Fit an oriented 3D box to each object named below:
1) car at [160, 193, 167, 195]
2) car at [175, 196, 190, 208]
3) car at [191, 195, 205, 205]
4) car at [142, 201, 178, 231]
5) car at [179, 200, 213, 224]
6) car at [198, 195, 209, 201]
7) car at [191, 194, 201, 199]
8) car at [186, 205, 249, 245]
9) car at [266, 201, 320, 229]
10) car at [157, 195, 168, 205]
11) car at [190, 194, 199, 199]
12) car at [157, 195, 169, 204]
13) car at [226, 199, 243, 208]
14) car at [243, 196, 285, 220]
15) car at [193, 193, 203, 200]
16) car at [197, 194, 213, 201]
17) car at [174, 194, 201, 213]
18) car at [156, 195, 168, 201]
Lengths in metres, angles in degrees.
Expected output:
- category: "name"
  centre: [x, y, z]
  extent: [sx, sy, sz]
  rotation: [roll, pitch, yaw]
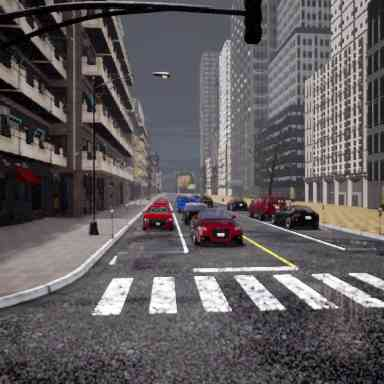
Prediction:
- category: "car"
  centre: [-4.211, 1.310, 47.354]
  extent: [1.752, 1.417, 4.829]
  rotation: [0, 0, -5]
- category: "car"
  centre: [-1.344, 1.298, 44.600]
  extent: [1.837, 1.490, 4.892]
  rotation: [0, 0, -4]
- category: "car"
  centre: [0.896, 1.273, 54.778]
  extent: [1.812, 1.442, 4.674]
  rotation: [0, 0, -5]
- category: "car"
  centre: [-2.009, 1.451, 19.999]
  extent: [1.887, 1.381, 4.507]
  rotation: [0, 0, -5]
- category: "car"
  centre: [0.275, 1.486, 23.846]
  extent: [1.895, 1.301, 4.718]
  rotation: [0, 0, -5]
- category: "car"
  centre: [2.356, 1.251, 70.216]
  extent: [1.947, 1.339, 4.313]
  rotation: [0, 0, -5]
- category: "car"
  centre: [1.028, 1.179, 86.731]
  extent: [2.008, 1.369, 4.403]
  rotation: [0, 0, -5]
- category: "car"
  centre: [0.978, 1.491, 15.094]
  extent: [1.994, 1.385, 4.181]
  rotation: [0, 0, -5]
- category: "car"
  centre: [6.344, 1.460, 20.671]
  extent: [1.947, 1.339, 4.313]
  rotation: [0, 0, -5]
- category: "car"
  centre: [-4.655, 1.287, 52.860]
  extent: [1.752, 1.417, 4.829]
  rotation: [0, 0, -5]
- category: "car"
  centre: [0.584, 1.161, 92.237]
  extent: [2.008, 1.369, 4.403]
  rotation: [0, 0, -5]
- category: "car"
  centre: [-5.111, 1.305, 58.534]
  extent: [1.947, 1.339, 4.313]
  rotation: [0, 0, -5]
- category: "car"
  centre: [5.015, 1.385, 37.185]
  extent: [1.947, 1.339, 4.313]
  rotation: [0, 0, -5]
- category: "car"
  centre: [5.902, 1.183, 26.175]
  extent: [2.192, 1.841, 5.009]
  rotation: [0, 0, -5]
- category: "car"
  centre: [1.471, 1.087, 81.225]
  extent: [1.967, 1.590, 4.097]
  rotation: [0, 0, -5]
- category: "car"
  centre: [1.749, 1.294, 44.772]
  extent: [1.837, 1.490, 4.892]
  rotation: [0, 0, -4]
- category: "car"
  centre: [-0.550, 1.316, 34.216]
  extent: [1.882, 1.535, 5.008]
  rotation: [0, 0, -4]
- category: "car"
  centre: [-3.338, 1.376, 36.514]
  extent: [1.887, 1.381, 4.507]
  rotation: [0, 0, -5]
